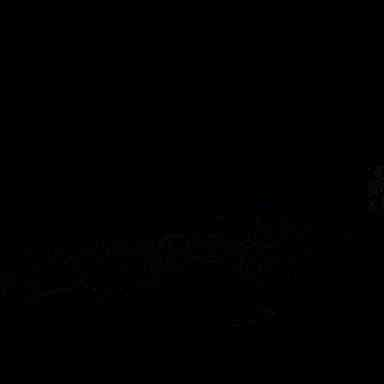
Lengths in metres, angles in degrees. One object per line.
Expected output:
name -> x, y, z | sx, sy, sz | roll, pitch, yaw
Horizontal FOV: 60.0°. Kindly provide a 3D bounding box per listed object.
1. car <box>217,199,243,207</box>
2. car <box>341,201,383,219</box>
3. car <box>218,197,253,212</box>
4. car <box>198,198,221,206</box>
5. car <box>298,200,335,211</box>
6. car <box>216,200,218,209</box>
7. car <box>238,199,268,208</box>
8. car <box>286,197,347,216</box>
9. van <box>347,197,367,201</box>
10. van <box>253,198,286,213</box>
car -> 6.542, 1.872, 58.011 | 1.887, 1.381, 4.507 | -1, 0, -36
car -> 16.118, 1.727, 29.942 | 1.802, 1.307, 4.206 | -1, 0, -36
car -> 6.208, 1.627, 43.806 | 2.192, 1.841, 5.009 | -1, 0, -36
car -> 3.241, 1.929, 62.631 | 2.008, 1.369, 4.403 | -1, 0, -36
car -> 16.446, 1.736, 44.148 | 1.947, 1.339, 4.313 | -1, 0, -36
car -> 2.911, 1.915, 48.428 | 2.008, 1.369, 4.403 | -1, 0, -36
car -> 9.744, 1.803, 53.528 | 1.752, 1.417, 4.829 | -1, 0, -36
car -> 12.810, 1.517, 34.563 | 2.192, 1.841, 5.009 | -1, 0, -36
van -> 19.742, 1.456, 39.526 | 1.690, 1.788, 3.998 | -1, 0, -36
van -> 9.510, 1.599, 39.185 | 1.690, 1.788, 3.998 | -1, 0, -36
